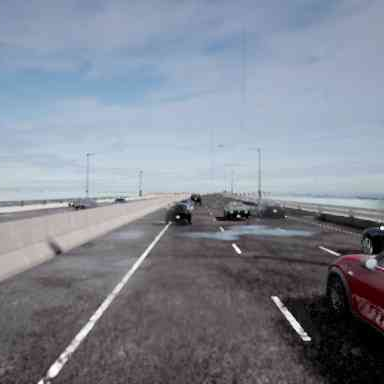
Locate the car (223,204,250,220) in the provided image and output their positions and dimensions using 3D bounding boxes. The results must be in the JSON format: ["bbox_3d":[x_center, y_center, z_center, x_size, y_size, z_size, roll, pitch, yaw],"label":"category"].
[{"bbox_3d":[3.776,1.653,28.959,1.895,1.301,4.718,0,0,1],"label":"car"}]

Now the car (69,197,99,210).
[{"bbox_3d":[-13.714,1.619,43.606,2.033,1.411,5.357,0,0,1],"label":"car"}]

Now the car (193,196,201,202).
[{"bbox_3d":[1.091,1.558,76.002,1.812,1.442,4.674,0,0,2],"label":"car"}]

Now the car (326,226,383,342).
[{"bbox_3d":[3.613,1.361,4.536,2.097,1.767,4.553,0,0,0],"label":"car"}]

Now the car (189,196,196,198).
[{"bbox_3d":[-0.723,1.545,40.664,1.882,1.535,5.008,0,0,1],"label":"car"}]

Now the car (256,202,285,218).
[{"bbox_3d":[7.304,1.619,31.191,1.994,1.385,4.181,0,0,1],"label":"car"}]

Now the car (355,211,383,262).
[{"bbox_3d":[7.131,1.498,10.142,1.882,1.535,5.008,0,0,0],"label":"car"}]

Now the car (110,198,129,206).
[{"bbox_3d":[-10.137,1.601,47.033,1.812,1.442,4.674,0,0,1],"label":"car"}]

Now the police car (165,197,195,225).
[{"bbox_3d":[-0.922,1.471,24.800,1.930,1.638,5.238,0,0,1],"label":"police car"}]

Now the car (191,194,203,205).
[{"bbox_3d":[0.668,1.308,59.390,2.150,2.045,5.566,0,0,1],"label":"car"}]
